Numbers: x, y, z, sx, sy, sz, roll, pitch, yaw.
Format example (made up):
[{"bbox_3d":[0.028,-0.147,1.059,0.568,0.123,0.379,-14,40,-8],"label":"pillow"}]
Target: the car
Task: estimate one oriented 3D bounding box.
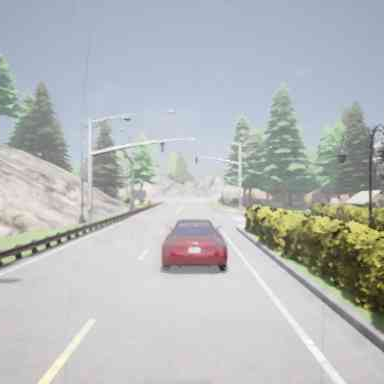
[{"bbox_3d":[0.071,1.583,11.204,1.994,1.385,4.181,0,0,0],"label":"car"}]
